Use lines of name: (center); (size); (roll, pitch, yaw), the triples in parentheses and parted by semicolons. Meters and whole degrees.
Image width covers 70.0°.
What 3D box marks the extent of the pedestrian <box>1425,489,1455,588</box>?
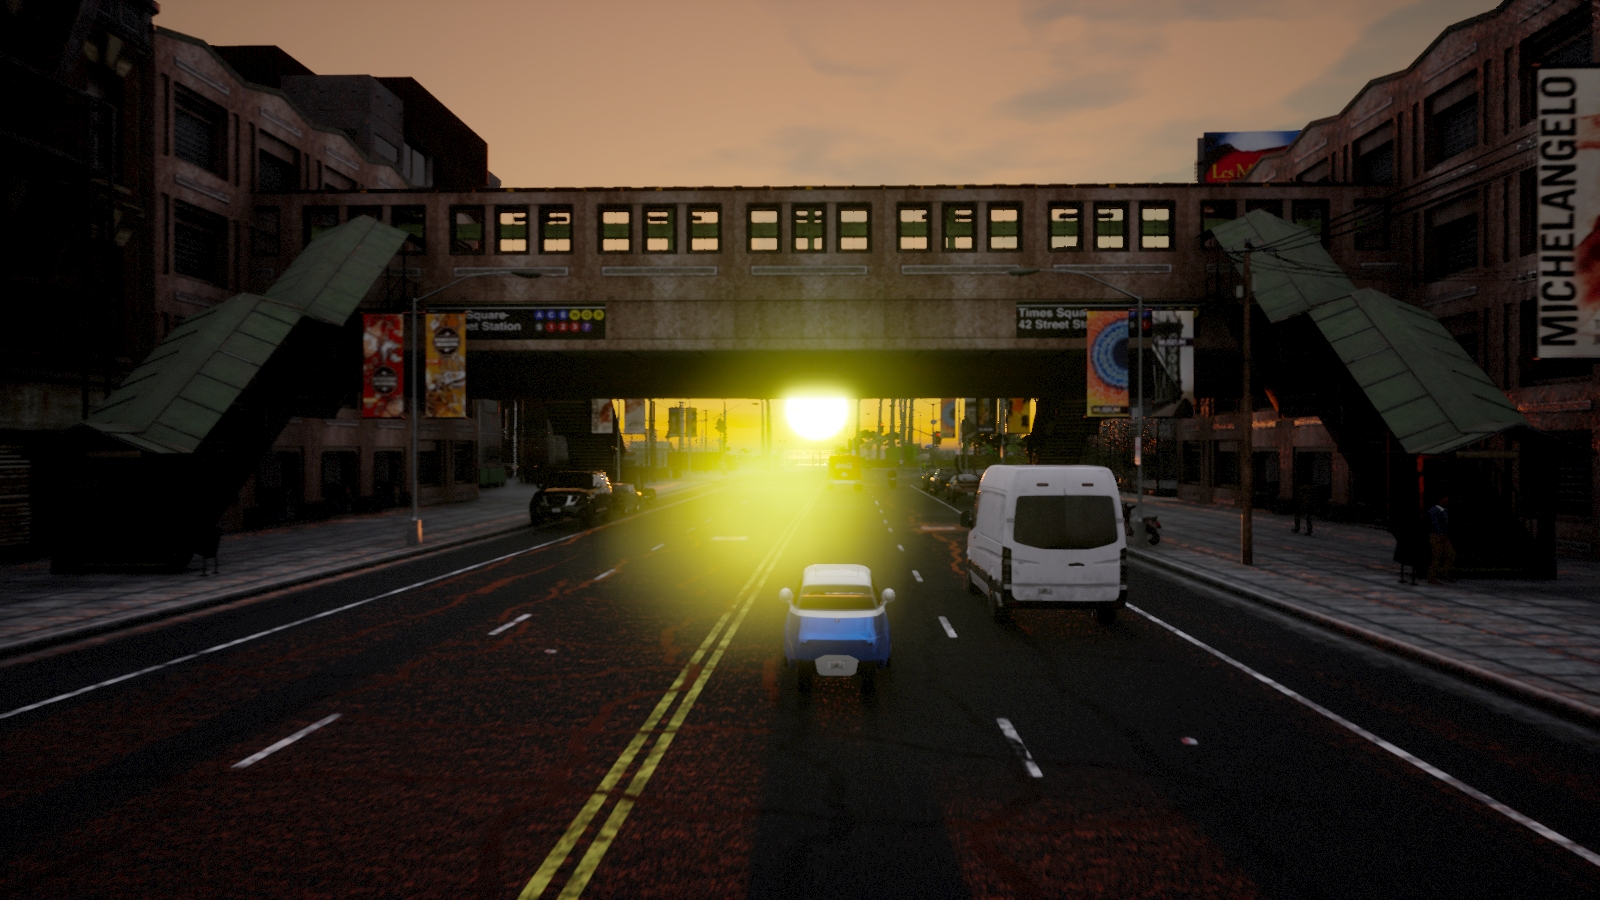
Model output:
pedestrian: (12.336, 1.699, 22.016); (0.375, 1.860, 0.375); (0, 0, -33)

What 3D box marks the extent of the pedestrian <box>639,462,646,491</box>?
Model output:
pedestrian: (-10.216, 1.697, 74.024); (0.375, 1.860, 0.375); (0, 0, 7)

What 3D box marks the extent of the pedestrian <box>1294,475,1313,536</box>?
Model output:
pedestrian: (15.430, 1.700, 35.025); (0.375, 1.860, 0.375); (0, 0, -15)

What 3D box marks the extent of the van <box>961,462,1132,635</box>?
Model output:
van: (4.172, 1.535, 20.377); (1.988, 2.561, 5.915); (0, 0, 2)

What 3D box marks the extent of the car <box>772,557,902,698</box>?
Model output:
car: (0.457, 2.120, 14.092); (1.481, 1.376, 2.207); (0, 0, 2)
